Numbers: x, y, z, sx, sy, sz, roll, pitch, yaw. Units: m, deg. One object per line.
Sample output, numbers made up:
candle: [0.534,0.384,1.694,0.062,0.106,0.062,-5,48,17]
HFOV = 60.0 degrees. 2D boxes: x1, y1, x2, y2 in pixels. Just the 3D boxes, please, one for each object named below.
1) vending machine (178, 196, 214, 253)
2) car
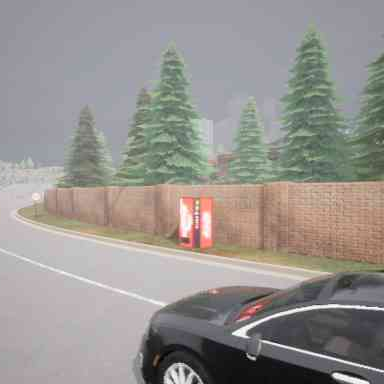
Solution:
vending machine: [0.155,1.195,13.036,0.880,2.100,1.100,0,0,42]
car: [1.654,1.506,2.954,4.892,1.490,1.837,1,0,37]
